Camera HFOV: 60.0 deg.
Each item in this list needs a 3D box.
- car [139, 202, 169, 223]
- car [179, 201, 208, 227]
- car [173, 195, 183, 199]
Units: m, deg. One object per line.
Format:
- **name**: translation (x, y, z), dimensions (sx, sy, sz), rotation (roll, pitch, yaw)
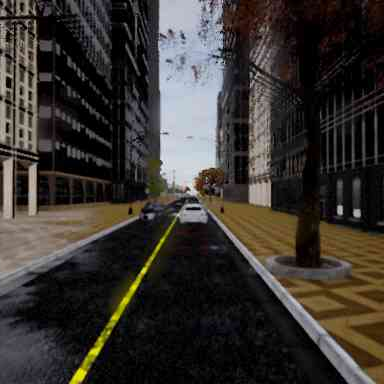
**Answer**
- **car**: translation (-2.839, 1.499, 25.352), dimensions (2.128, 1.511, 4.902), rotation (0, 0, 0)
- **car**: translation (0.100, 1.532, 22.594), dimensions (1.812, 1.442, 4.674), rotation (0, 0, 0)
- **car**: translation (-2.724, 1.166, 65.836), dimensions (1.812, 1.442, 4.674), rotation (0, 0, 0)
